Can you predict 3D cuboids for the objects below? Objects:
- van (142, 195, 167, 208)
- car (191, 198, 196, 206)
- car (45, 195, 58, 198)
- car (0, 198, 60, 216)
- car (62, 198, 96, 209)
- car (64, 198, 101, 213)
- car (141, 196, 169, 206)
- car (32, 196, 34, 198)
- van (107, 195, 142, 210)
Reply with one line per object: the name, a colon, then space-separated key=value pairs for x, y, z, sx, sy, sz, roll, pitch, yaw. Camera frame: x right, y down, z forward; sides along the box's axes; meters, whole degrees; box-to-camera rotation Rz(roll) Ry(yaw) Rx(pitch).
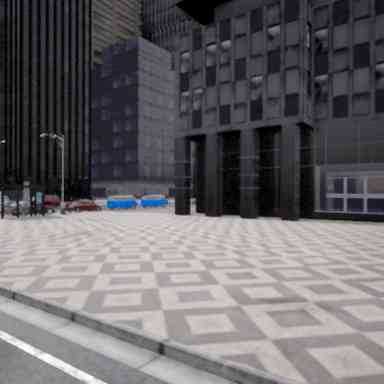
van: x=-5.167 y=1.315 z=45.124 sx=1.690 sy=1.788 sz=3.998 roll=0 pitch=0 yaw=35
car: x=1.417 y=1.554 z=54.375 sx=1.802 sy=1.307 sz=4.206 roll=0 pitch=0 yaw=35
car: x=-18.698 y=1.267 z=40.816 sx=2.192 sy=1.841 sz=5.009 roll=0 pitch=0 yaw=35
car: x=-15.045 y=1.535 z=31.249 sx=2.008 sy=1.369 sz=4.403 roll=0 pitch=0 yaw=35
car: x=-15.406 y=1.530 z=45.442 sx=1.802 sy=1.307 sz=4.206 roll=0 pitch=0 yaw=35
car: x=-11.752 y=1.562 z=35.874 sx=1.802 sy=1.307 sz=4.206 roll=0 pitch=0 yaw=35
car: x=-5.975 y=1.479 z=54.041 sx=1.812 sy=1.442 sz=4.674 roll=0 pitch=0 yaw=36
car: x=-19.244 y=1.511 z=35.461 sx=2.033 sy=1.411 sz=5.357 roll=0 pitch=0 yaw=35
van: x=-8.459 y=1.317 z=40.499 sx=1.690 sy=1.788 sz=3.998 roll=0 pitch=0 yaw=35
